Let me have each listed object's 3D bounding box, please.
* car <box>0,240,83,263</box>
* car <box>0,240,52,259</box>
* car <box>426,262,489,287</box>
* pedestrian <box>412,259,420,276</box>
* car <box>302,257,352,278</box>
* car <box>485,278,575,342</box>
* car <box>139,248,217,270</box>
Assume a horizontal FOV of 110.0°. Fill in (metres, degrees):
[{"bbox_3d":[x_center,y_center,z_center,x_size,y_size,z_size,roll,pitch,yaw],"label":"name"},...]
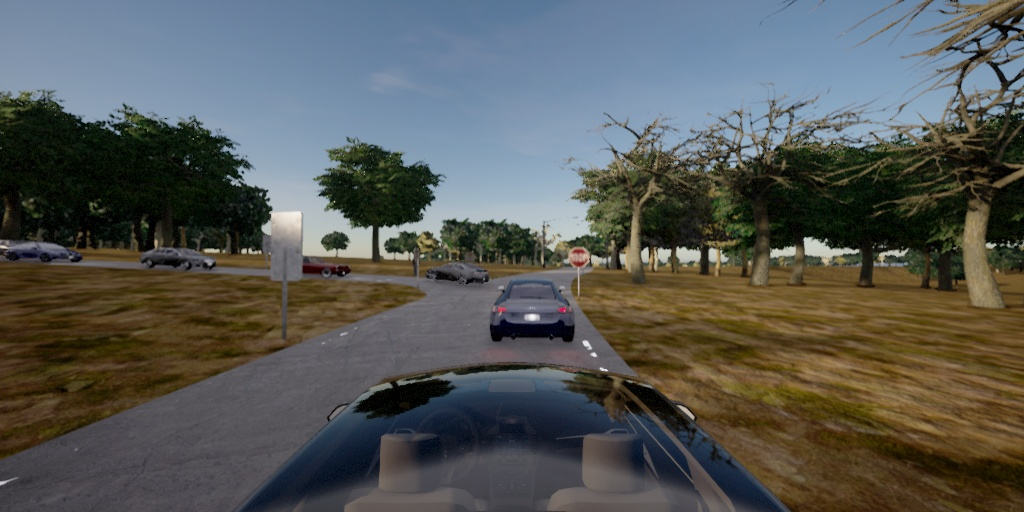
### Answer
[{"bbox_3d":[-35.158,-0.280,26.994,4.674,1.442,1.812,2,-1,7],"label":"car"},{"bbox_3d":[-43.573,-0.630,31.141,4.902,1.511,2.128,3,-1,7],"label":"car"},{"bbox_3d":[-3.875,1.190,25.062,4.902,1.511,2.128,4,0,33],"label":"car"},{"bbox_3d":[-8.109,0.761,30.156,0.375,1.860,0.375,0,-4,7],"label":"pedestrian"},{"bbox_3d":[-13.512,0.738,24.407,4.718,1.301,1.895,2,-1,6],"label":"car"},{"bbox_3d":[0.535,1.294,9.754,1.994,1.385,4.181,0,0,3],"label":"car"},{"bbox_3d":[-23.762,0.184,25.618,4.902,1.511,2.128,3,-1,6],"label":"car"}]
